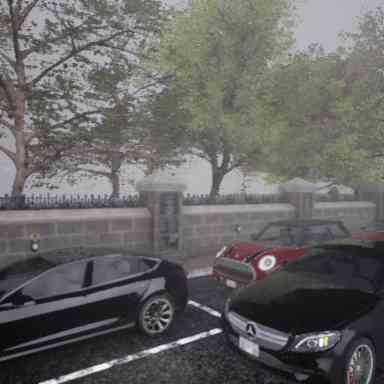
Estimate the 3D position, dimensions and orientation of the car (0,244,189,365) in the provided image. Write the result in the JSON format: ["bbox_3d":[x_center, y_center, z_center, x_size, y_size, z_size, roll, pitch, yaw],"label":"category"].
[{"bbox_3d":[-2.039,1.567,5.104,4.313,1.339,1.947,0,0,-36],"label":"car"}]

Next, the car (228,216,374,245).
[{"bbox_3d":[2.470,1.445,8.320,4.097,1.590,1.967,0,0,-36],"label":"car"}]

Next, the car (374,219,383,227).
[{"bbox_3d":[6.979,1.592,11.537,4.206,1.307,1.802,0,0,-36],"label":"car"}]

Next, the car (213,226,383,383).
[{"bbox_3d":[2.552,1.529,5.202,4.674,1.442,1.812,0,0,-36],"label":"car"}]
